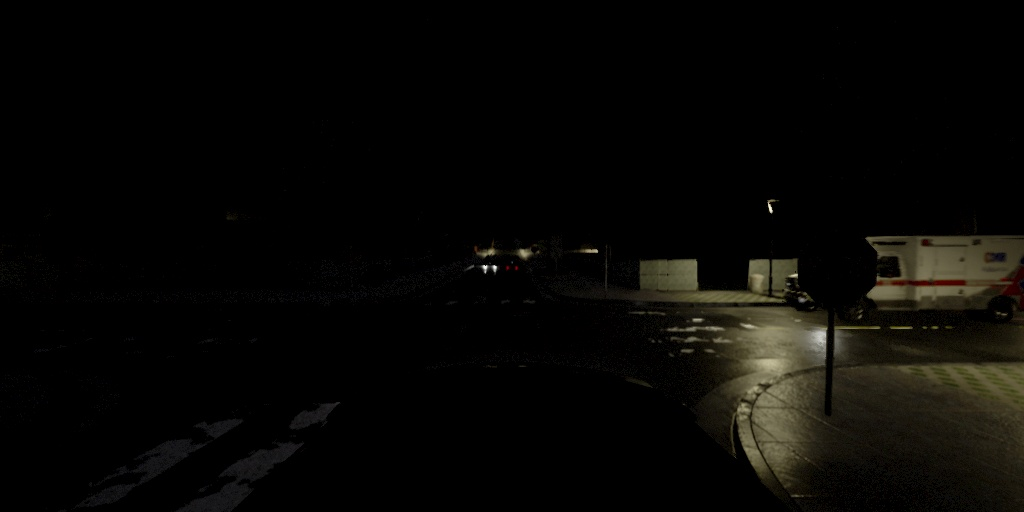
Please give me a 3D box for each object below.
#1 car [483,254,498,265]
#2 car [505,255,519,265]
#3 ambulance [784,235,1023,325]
[{"bbox_3d":[-2.737,0.464,47.375,2.033,1.411,5.357,0,2,0],"label":"car"},{"bbox_3d":[0.021,0.489,48.368,1.895,1.301,4.718,0,2,0],"label":"car"},{"bbox_3d":[11.923,0.629,10.806,6.366,2.431,2.351,0,2,0],"label":"ambulance"}]
